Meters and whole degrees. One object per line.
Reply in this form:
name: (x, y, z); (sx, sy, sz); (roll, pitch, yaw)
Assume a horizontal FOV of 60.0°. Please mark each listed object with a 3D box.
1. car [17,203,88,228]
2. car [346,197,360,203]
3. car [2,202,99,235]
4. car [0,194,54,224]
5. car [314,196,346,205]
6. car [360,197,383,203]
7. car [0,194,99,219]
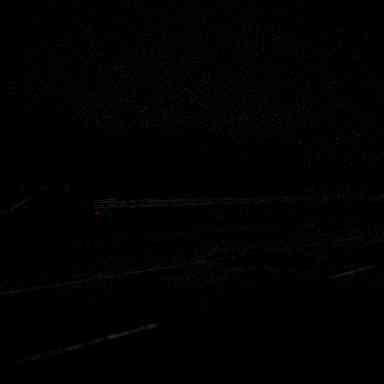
car: (-9.599, 1.534, 22.939); (4.181, 1.385, 1.994); (0, 0, -35)
car: (23.628, 1.398, 46.590); (5.357, 1.411, 2.033); (0, 0, -35)
car: (-8.237, 1.452, 19.608); (5.008, 1.535, 1.882); (0, 0, -35)
car: (-13.383, 1.203, 24.540); (5.566, 2.045, 2.150); (0, 0, -35)
car: (19.701, 1.332, 48.093); (5.008, 1.535, 1.882); (0, 0, -35)
car: (23.824, 1.379, 42.442); (4.674, 1.442, 1.812); (0, 0, -35)
car: (-7.270, 1.203, 16.002); (5.566, 2.045, 2.150); (0, 0, -35)
